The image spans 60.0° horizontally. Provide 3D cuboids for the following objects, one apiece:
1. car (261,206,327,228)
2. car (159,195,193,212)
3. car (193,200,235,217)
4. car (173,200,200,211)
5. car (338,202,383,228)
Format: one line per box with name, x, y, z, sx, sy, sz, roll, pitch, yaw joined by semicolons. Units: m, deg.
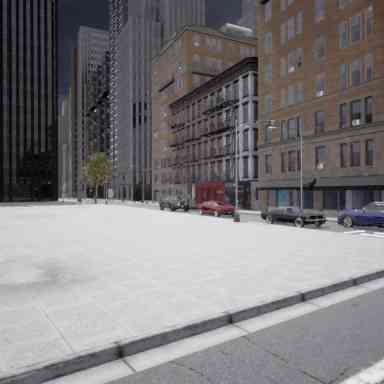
car;6.953;1.676;23.092;1.895;1.301;4.718;0;0;-26
car;-2.360;1.412;42.017;2.150;2.045;5.566;0;0;-27
car;2.321;1.608;32.490;1.882;1.535;5.008;0;0;-26
car;-0.781;1.756;44.900;1.994;1.385;4.181;0;0;-26
car;11.455;1.395;20.439;2.097;1.767;4.553;0;0;-39
